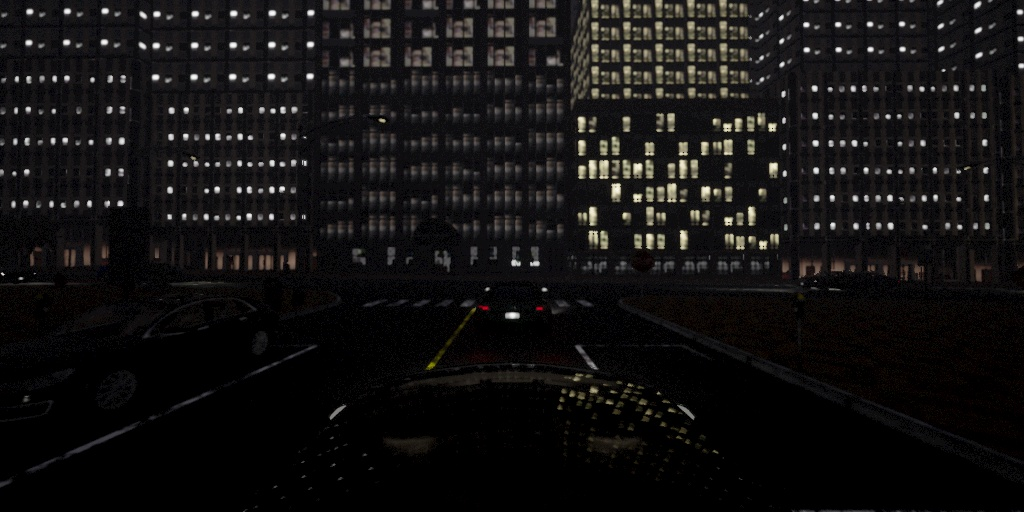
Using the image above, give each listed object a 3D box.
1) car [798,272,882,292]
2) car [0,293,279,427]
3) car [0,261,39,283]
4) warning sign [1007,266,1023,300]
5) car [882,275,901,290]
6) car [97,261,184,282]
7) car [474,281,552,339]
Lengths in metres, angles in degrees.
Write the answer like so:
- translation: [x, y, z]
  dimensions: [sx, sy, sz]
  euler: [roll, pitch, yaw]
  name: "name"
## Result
- translation: [25.166, 1.960, 28.024]
  dimensions: [4.902, 1.511, 2.128]
  euler: [1, -1, 1]
  name: "car"
- translation: [-5.819, 1.343, 5.877]
  dimensions: [2.007, 1.370, 4.403]
  euler: [0, 0, 0]
  name: "car"
- translation: [-32.744, 0.950, 22.041]
  dimensions: [5.357, 1.411, 2.033]
  euler: [1, -1, 1]
  name: "car"
- translation: [26.594, 1.416, 18.548]
  dimensions: [1.060, 1.860, 1.300]
  euler: [0, 0, 1]
  name: "warning sign"
- translation: [30.438, 2.166, 31.207]
  dimensions: [5.357, 1.411, 2.033]
  euler: [1, -1, 1]
  name: "car"
- translation: [-25.987, 1.054, 25.212]
  dimensions: [5.008, 1.535, 1.882]
  euler: [1, -1, 1]
  name: "car"
- translation: [0.107, 1.403, 10.496]
  dimensions: [1.994, 1.385, 4.181]
  euler: [0, -1, 3]
  name: "car"
